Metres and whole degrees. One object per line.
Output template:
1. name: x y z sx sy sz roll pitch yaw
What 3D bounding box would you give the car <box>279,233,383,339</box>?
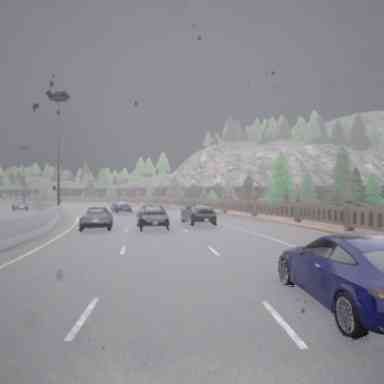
1. car: 3.188 1.533 6.496 1.812 1.442 4.674 0 0 -3

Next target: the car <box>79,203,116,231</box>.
1. car: -6.219 1.688 21.820 1.994 1.385 4.181 0 0 -13

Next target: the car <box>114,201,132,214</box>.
1. car: -8.428 1.748 39.562 1.812 1.442 4.674 0 0 -23

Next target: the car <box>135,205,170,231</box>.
1. car: -2.586 1.591 21.550 2.128 1.511 4.902 0 0 -12

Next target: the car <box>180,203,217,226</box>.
1. car: 0.398 1.595 24.211 1.837 1.490 4.892 0 0 -14

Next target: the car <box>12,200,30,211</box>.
1. car: -24.005 1.885 46.654 2.128 1.511 4.902 0 0 -31
